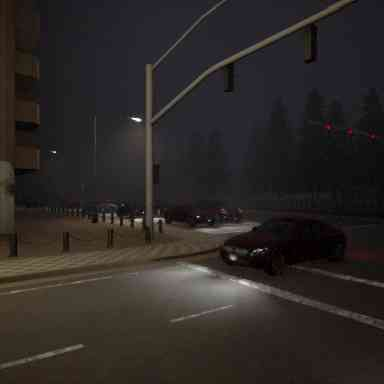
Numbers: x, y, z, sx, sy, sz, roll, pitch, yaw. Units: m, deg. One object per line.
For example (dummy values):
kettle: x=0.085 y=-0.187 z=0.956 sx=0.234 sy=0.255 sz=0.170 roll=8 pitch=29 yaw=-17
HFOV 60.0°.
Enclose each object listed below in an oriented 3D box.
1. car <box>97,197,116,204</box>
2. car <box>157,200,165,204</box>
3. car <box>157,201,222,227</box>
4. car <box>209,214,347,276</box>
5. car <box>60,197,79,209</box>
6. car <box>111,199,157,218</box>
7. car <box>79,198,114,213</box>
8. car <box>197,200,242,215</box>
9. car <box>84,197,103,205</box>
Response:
car: x=-16.662 y=1.656 z=64.508 sx=1.895 sy=1.301 sz=4.718 roll=0 pitch=0 yaw=-36
car: x=-3.342 y=1.547 z=33.734 sx=2.128 sy=1.511 sz=4.902 roll=0 pitch=0 yaw=-36
car: x=-0.286 y=1.581 z=23.533 sx=1.812 sy=1.442 sz=4.674 roll=0 pitch=0 yaw=-37
car: x=3.020 y=1.525 z=10.437 sx=4.674 sy=1.442 sz=1.812 roll=0 pitch=0 yaw=-35
car: x=-17.256 y=1.533 z=47.131 sx=1.882 sy=1.535 sz=5.008 roll=0 pitch=0 yaw=-35
car: x=-5.403 y=1.619 z=30.602 sx=1.994 sy=1.385 sz=4.181 roll=0 pitch=0 yaw=-36
car: x=-11.146 y=1.656 z=38.586 sx=1.895 sy=1.301 sz=4.718 roll=0 pitch=0 yaw=-36
car: x=1.895 y=1.407 z=26.465 sx=2.097 sy=1.767 sz=4.553 roll=0 pitch=0 yaw=-36
car: x=-17.987 y=1.656 z=60.388 sx=1.895 sy=1.301 sz=4.718 roll=0 pitch=0 yaw=-36
